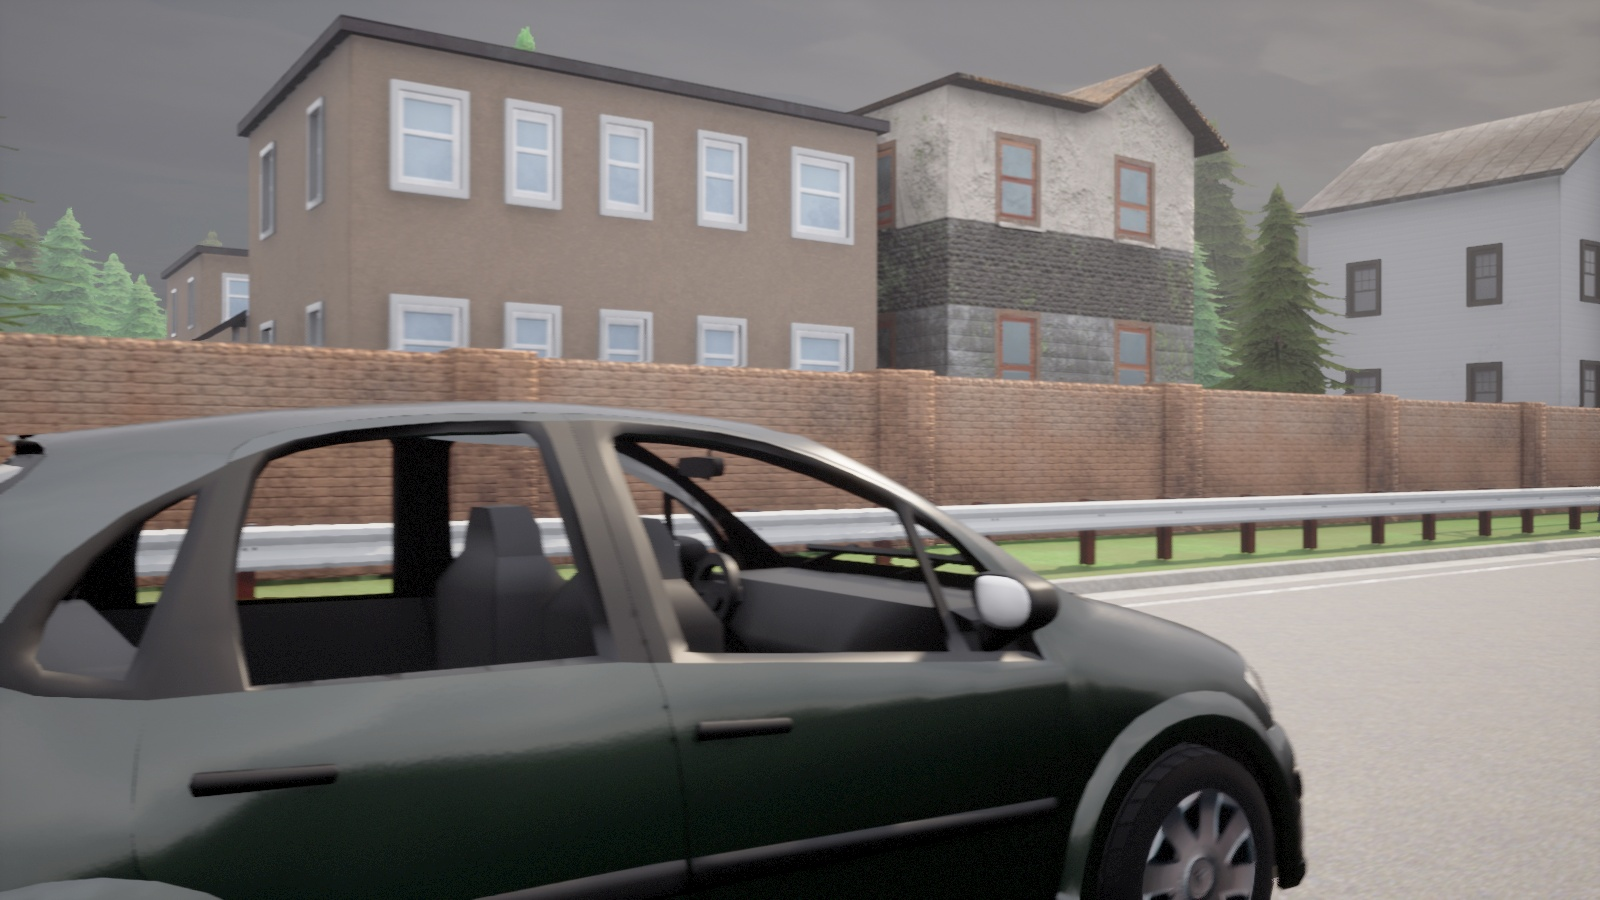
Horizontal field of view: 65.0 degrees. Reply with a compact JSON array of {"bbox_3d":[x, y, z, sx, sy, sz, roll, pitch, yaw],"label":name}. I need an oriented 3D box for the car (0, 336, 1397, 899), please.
[{"bbox_3d":[-0.372,0.652,3.400,3.988,1.617,1.851,0,0,-35],"label":"car"}]
